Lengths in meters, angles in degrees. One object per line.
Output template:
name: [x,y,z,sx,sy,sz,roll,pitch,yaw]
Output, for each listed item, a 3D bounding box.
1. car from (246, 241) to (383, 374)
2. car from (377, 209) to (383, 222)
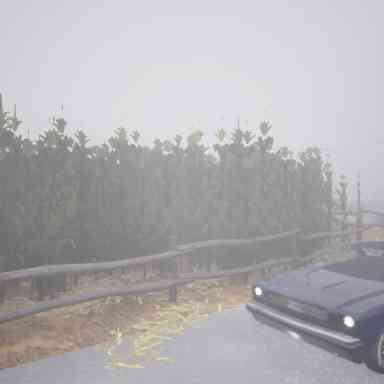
car: [3.182,1.601,5.703,4.718,1.301,1.895,0,0,-35]
car: [14.166,1.526,20.927,1.812,1.442,4.674,0,0,-31]
